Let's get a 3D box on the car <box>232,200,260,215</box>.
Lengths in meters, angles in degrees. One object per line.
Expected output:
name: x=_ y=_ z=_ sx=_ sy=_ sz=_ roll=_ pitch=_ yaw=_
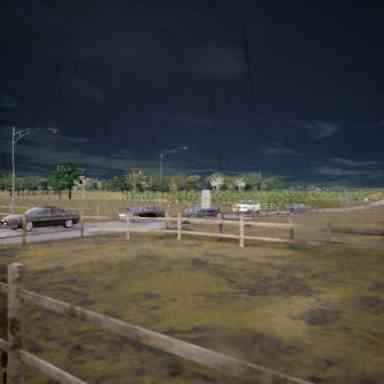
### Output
car: x=7.840 y=2.195 z=47.546 sx=2.150 sy=2.045 sz=5.566 roll=1 pitch=-1 yaw=36

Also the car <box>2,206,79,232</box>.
car: x=-10.003 y=1.741 z=22.313 sx=1.837 sy=1.490 sz=4.892 roll=1 pitch=-1 yaw=35

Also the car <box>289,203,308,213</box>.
car: x=18.548 y=2.774 z=57.713 sx=2.097 sy=1.767 sz=4.553 roll=1 pitch=-1 yaw=35

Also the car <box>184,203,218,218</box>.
car: x=1.068 y=2.022 z=38.012 sx=2.097 sy=1.767 sz=4.553 roll=1 pitch=-1 yaw=35

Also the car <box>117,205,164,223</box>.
car: x=-4.575 y=1.931 z=30.015 sx=2.128 sy=1.511 sz=4.902 roll=1 pitch=-1 yaw=35
